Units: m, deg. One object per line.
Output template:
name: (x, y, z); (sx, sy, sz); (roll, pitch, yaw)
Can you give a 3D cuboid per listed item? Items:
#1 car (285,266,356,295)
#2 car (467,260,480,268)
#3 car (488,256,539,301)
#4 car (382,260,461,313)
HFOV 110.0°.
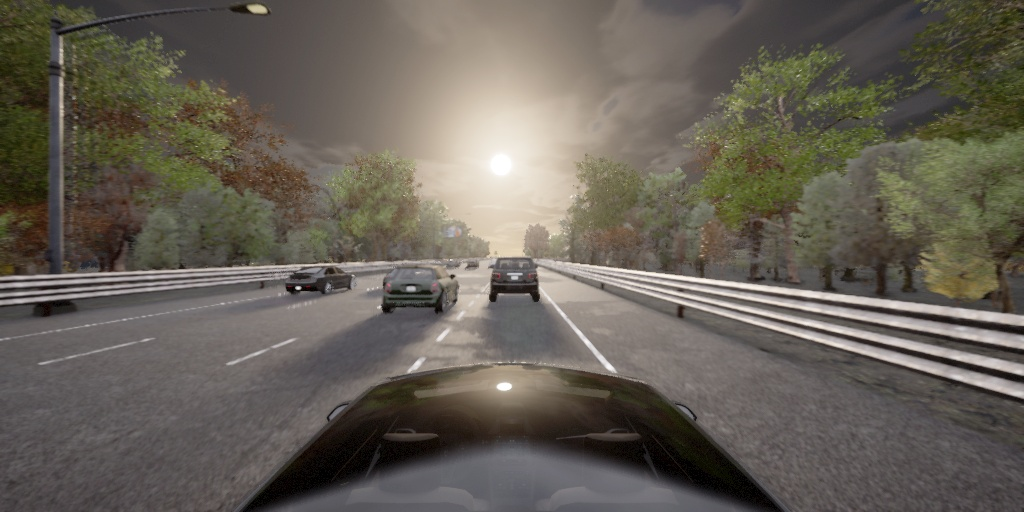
car: (-10.368, 1.291, 19.831); (1.837, 1.490, 4.892); (0, 0, 0)
car: (-6.690, 1.386, 62.631); (1.837, 1.490, 4.892); (0, 0, 0)
car: (0.121, 1.005, 17.655); (2.150, 2.045, 5.566); (0, 0, 0)
car: (-3.384, 1.126, 14.161); (2.097, 1.767, 4.553); (0, 0, 0)
